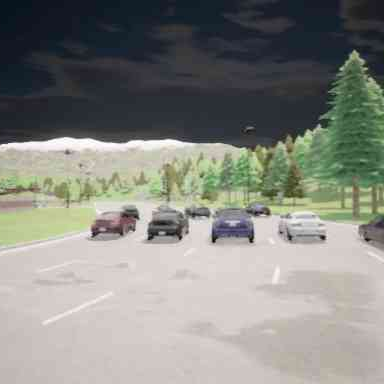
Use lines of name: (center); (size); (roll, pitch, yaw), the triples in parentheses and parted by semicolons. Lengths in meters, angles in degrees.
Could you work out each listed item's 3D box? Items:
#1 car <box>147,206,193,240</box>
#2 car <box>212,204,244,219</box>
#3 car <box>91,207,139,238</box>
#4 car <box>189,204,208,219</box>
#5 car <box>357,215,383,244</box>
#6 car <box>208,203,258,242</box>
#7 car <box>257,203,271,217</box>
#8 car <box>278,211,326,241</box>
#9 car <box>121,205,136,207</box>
car: (-1.257, 1.799, 18.772); (1.837, 1.490, 4.892); (-1, 0, 5)
car: (3.787, 2.057, 35.999); (1.994, 1.385, 4.181); (0, -1, -16)
car: (-4.655, 1.875, 20.158); (1.812, 1.442, 4.674); (-1, -1, 4)
car: (0.430, 2.006, 35.022); (2.128, 1.511, 4.902); (0, -1, -15)
car: (8.908, 1.666, 14.418); (2.033, 1.411, 5.357); (-1, -1, 10)
car: (2.145, 1.595, 17.944); (2.097, 1.767, 4.553); (-1, -1, 6)
car: (7.094, 1.999, 37.179); (1.812, 1.442, 4.674); (0, -1, -16)
car: (5.833, 1.729, 17.943); (1.812, 1.442, 4.674); (-1, -1, 7)
car: (-6.428, 2.073, 33.562); (1.837, 1.490, 4.892); (0, -1, -16)
